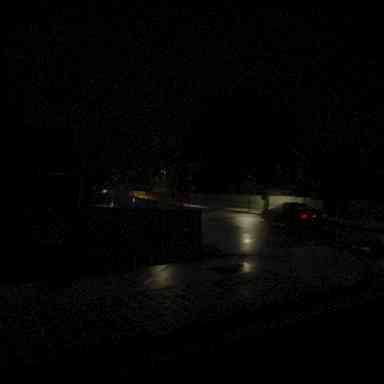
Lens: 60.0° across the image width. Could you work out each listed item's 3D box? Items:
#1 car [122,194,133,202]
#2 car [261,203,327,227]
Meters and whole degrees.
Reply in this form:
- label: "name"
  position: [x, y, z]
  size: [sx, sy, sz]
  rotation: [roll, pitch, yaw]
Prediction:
- label: "car"
  position: [-9.918, 1.051, 52.452]
  size: [1.895, 1.301, 4.718]
  rotation: [0, 1, -29]
- label: "car"
  position: [6.385, 1.409, 21.458]
  size: [2.033, 1.411, 5.357]
  rotation: [0, 0, -14]
